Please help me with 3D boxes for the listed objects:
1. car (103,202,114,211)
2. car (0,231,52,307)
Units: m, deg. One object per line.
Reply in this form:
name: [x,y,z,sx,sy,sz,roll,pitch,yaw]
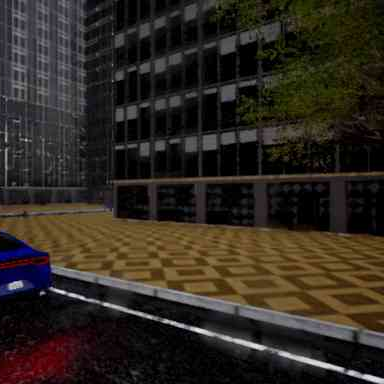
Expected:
car: [-11.495,2.099,51.368,1.812,1.442,4.674,0,0,37]
car: [-5.155,1.571,7.365,5.008,1.535,1.882,-2,-1,36]
